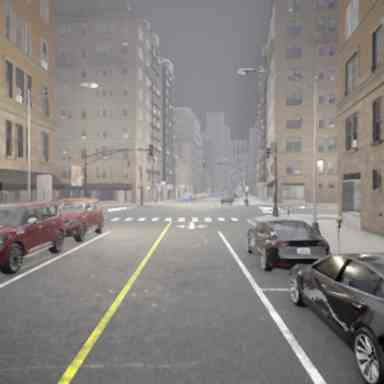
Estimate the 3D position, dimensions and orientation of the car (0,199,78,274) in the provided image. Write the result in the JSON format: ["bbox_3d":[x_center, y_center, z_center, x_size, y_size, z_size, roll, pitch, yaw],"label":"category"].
[{"bbox_3d":[-5.684,1.276,10.542,2.192,1.841,5.009,-1,0,0],"label":"car"}]

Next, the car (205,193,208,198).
[{"bbox_3d":[2.360,1.143,88.792,1.802,1.307,4.206,0,0,9],"label":"car"}]

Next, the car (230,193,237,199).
[{"bbox_3d":[11.655,1.079,93.080,1.752,1.417,4.829,0,0,9],"label":"car"}]

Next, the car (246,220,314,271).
[{"bbox_3d":[2.843,1.526,10.556,1.947,1.339,4.313,-1,0,0],"label":"car"}]

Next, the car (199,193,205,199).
[{"bbox_3d":[1.487,1.112,83.192,1.752,1.417,4.829,0,0,9],"label":"car"}]

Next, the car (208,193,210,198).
[{"bbox_3d":[3.204,0.977,94.223,1.967,1.590,4.097,0,0,9],"label":"car"}]

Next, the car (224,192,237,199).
[{"bbox_3d":[7.399,1.256,65.755,1.947,1.339,4.313,0,0,9],"label":"car"}]

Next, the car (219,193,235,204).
[{"bbox_3d":[5.707,1.319,54.893,1.947,1.339,4.313,0,0,9],"label":"car"}]

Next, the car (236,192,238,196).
[{"bbox_3d":[10.782,0.893,87.479,2.192,1.841,5.009,0,0,9],"label":"car"}]

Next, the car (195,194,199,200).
[{"bbox_3d":[-0.179,1.082,72.498,1.967,1.590,4.097,0,0,9],"label":"car"}]

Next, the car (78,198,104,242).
[{"bbox_3d":[-5.689,1.254,16.049,2.192,1.841,5.009,-1,0,0],"label":"car"}]

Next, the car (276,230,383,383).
[{"bbox_3d":[2.848,1.547,5.049,1.947,1.339,4.313,-1,0,0],"label":"car"}]

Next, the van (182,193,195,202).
[{"bbox_3d":[-1.026,1.013,67.066,1.690,1.788,3.998,0,0,9],"label":"van"}]
